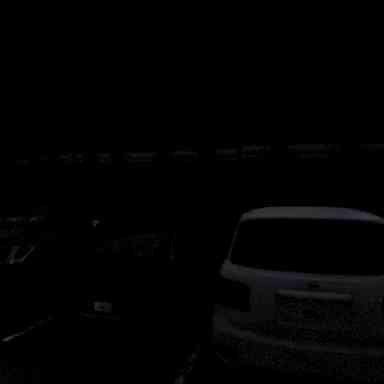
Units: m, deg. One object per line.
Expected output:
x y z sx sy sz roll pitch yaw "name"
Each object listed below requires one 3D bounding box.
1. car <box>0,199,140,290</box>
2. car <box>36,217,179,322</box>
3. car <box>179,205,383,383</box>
-3.160 1.229 9.037 2.435 2.045 5.566 1 -1 15 "car"
-0.695 1.484 7.315 2.231 1.521 4.892 0 -1 15 "car"
1.800 1.234 5.611 2.435 2.045 5.566 0 -1 15 "car"
